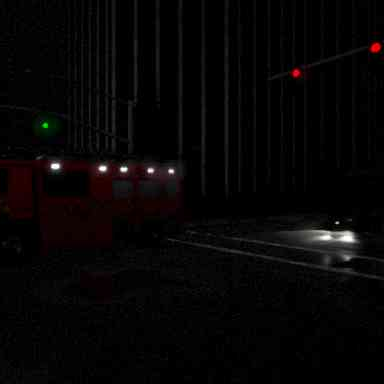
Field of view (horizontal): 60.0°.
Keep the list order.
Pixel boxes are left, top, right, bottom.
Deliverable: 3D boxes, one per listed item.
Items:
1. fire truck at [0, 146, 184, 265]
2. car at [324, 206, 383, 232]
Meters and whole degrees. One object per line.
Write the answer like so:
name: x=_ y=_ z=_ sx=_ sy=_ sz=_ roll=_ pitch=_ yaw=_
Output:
fire truck: x=-4.420 y=0.380 z=13.028 sx=8.468 sy=3.827 sz=2.891 roll=0 pitch=0 yaw=-39
car: x=9.812 y=1.582 z=20.194 sx=4.181 sy=1.385 sz=1.994 roll=0 pitch=0 yaw=-39
